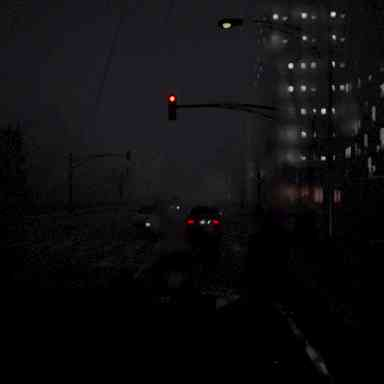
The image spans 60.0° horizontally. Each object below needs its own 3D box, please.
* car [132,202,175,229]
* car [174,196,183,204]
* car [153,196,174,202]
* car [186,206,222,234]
[{"bbox_3d":[-2.399,1.564,21.465,1.895,1.301,4.718,0,0,4],"label":"car"},{"bbox_3d":[-2.813,1.454,60.363,2.128,1.511,4.902,0,0,5],"label":"car"},{"bbox_3d":[-4.094,1.445,44.594,1.882,1.535,5.008,0,0,5],"label":"car"},{"bbox_3d":[0.693,1.515,18.876,2.033,1.411,5.357,0,1,3],"label":"car"}]
